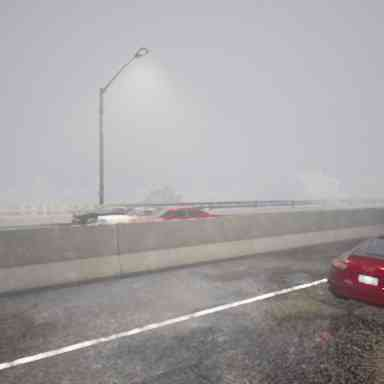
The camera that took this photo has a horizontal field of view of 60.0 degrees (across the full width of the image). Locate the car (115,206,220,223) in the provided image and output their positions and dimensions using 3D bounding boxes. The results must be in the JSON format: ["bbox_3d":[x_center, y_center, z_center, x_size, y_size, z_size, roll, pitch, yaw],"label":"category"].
[{"bbox_3d":[-0.877,1.457,16.223,5.008,1.535,1.882,0,0,-35],"label":"car"}]

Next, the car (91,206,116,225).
[{"bbox_3d":[-2.976,1.580,19.028,4.718,1.301,1.895,0,0,-35],"label":"car"}]

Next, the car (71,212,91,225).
[{"bbox_3d":[-5.289,1.579,21.680,4.718,1.301,1.895,0,0,-35],"label":"car"}]

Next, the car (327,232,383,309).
[{"bbox_3d":[4.804,1.548,7.136,4.181,1.385,1.994,0,0,-35],"label":"car"}]
